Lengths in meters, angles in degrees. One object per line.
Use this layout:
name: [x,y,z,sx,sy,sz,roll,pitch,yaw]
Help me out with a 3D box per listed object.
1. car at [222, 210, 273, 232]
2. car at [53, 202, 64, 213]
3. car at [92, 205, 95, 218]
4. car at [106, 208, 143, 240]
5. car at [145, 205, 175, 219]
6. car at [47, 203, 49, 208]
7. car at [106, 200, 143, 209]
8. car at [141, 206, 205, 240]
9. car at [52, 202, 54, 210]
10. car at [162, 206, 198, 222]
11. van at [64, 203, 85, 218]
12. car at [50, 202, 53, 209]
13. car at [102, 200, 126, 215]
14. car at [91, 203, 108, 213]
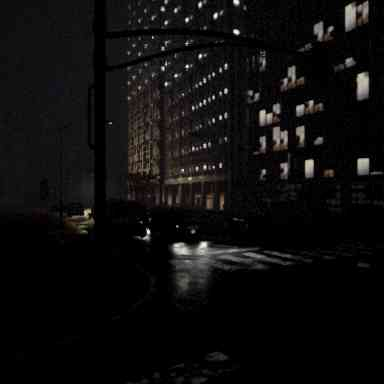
car: [3.648,1.874,22.617,2.008,1.369,4.403,-1,-1,-26]
car: [-21.032,2.720,54.411,2.008,1.369,4.403,-1,-1,-26]
car: [-10.052,2.300,37.716,1.994,1.385,4.181,0,-1,-25]
car: [-3.896,1.867,18.969,2.008,1.369,4.403,-1,-1,-26]
car: [-3.696,2.249,37.807,1.947,1.339,4.313,-1,-1,-26]
car: [-33.272,3.349,79.726,1.887,1.381,4.507,-1,-1,-26]
car: [-5.263,1.721,27.770,2.150,2.045,5.566,0,-1,-26]
car: [-0.997,1.782,18.951,2.128,1.511,4.902,0,-1,-26]
car: [-23.407,2.816,59.322,1.752,1.417,4.829,-1,-1,-26]
car: [-1.248,2.128,32.744,1.947,1.339,4.313,-1,-1,-26]
van: [-13.694,2.139,39.226,1.690,1.788,3.998,-1,-1,-26]
car: [-25.928,2.966,64.538,1.887,1.381,4.507,-1,-1,-26]
car: [-11.146,2.157,47.179,2.150,2.045,5.566,0,-1,-25]
car: [-15.669,2.640,56.417,1.882,1.535,5.008,0,-1,-26]
